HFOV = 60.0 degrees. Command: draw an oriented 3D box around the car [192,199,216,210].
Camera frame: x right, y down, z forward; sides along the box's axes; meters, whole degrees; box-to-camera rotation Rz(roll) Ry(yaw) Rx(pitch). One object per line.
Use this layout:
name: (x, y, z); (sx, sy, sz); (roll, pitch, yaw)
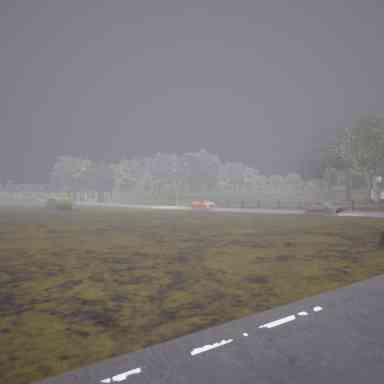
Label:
car: (1.953, 2.003, 55.042); (2.097, 1.767, 4.553); (-2, 0, -35)

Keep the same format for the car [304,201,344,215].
car: (14.634, 1.751, 37.035); (1.994, 1.385, 4.181); (-2, 0, -35)
